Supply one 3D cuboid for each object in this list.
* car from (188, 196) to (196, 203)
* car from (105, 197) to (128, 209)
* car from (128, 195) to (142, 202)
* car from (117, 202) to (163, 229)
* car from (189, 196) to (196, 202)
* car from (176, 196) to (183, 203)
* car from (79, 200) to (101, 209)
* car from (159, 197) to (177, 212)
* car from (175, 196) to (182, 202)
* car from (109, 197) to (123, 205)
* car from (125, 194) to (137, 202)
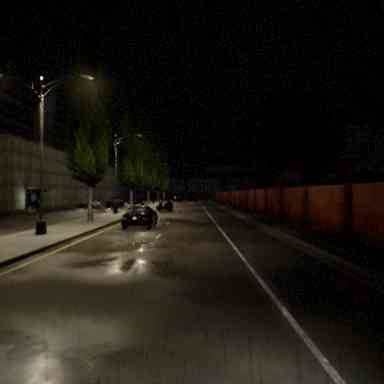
[{"bbox_3d":[0.027,1.747,77.123,1.837,1.490,4.892,0,0,0],"label":"car"},{"bbox_3d":[-11.554,1.719,50.143,2.033,1.411,5.357,0,0,0],"label":"car"},{"bbox_3d":[-11.481,1.752,66.392,1.812,1.442,4.674,0,0,0],"label":"car"},{"bbox_3d":[-3.392,1.624,22.188,2.033,1.411,5.357,0,0,0],"label":"car"},{"bbox_3d":[0.030,1.756,87.381,1.812,1.442,4.674,0,0,0],"label":"car"},{"bbox_3d":[-3.473,1.779,76.989,2.128,1.511,4.902,0,0,0],"label":"car"},{"bbox_3d":[-15.057,1.770,49.338,1.895,1.301,4.718,0,0,0],"label":"car"},{"bbox_3d":[-3.385,1.691,41.931,2.033,1.411,5.357,0,0,0],"label":"car"},{"bbox_3d":[-3.470,1.756,87.383,1.812,1.442,4.674,0,0,0],"label":"car"},{"bbox_3d":[-14.982,1.750,65.680,1.812,1.442,4.674,0,0,0],"label":"car"},{"bbox_3d":[-14.972,1.497,81.984,2.097,1.767,4.553,0,0,0],"label":"car"}]
